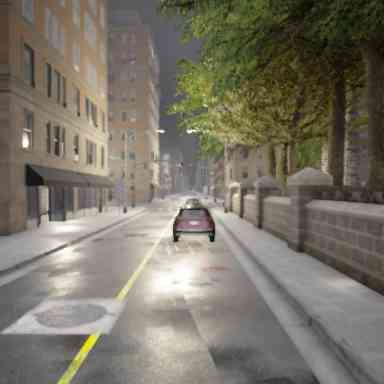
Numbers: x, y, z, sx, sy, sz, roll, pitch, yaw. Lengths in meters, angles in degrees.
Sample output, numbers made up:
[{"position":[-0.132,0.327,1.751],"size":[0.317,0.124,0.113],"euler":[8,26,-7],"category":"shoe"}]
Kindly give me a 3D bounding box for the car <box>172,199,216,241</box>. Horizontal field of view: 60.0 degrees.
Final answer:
[{"position":[0.097,1.360,16.253],"size":[2.033,1.649,4.856],"euler":[0,0,0],"category":"car"}]
